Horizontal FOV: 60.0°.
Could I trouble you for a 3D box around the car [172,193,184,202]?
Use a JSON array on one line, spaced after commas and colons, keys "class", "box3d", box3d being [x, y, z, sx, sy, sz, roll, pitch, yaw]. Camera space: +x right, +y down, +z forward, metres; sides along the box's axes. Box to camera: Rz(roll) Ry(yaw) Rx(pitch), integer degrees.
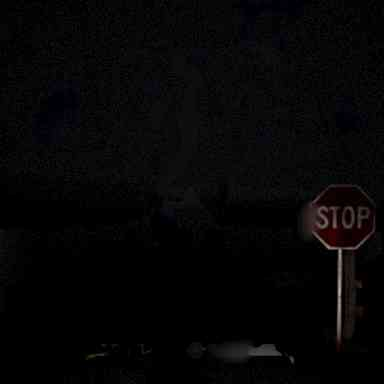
[{"class": "car", "box3d": [-2.729, 1.045, 65.420, 2.097, 1.767, 4.553, 0, 0, 0]}]
